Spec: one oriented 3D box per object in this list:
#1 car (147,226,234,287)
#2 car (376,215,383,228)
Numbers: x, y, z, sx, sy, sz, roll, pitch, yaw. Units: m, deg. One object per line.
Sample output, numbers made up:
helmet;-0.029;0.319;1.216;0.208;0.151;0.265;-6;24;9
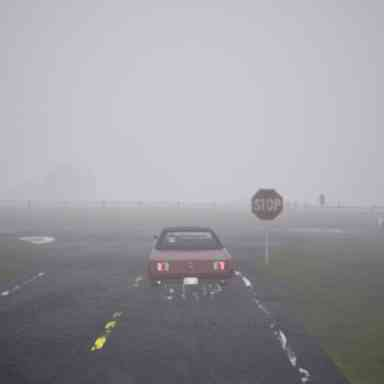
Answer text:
car;-0.139;1.603;9.289;1.895;1.301;4.718;0;0;-3
car;14.315;1.716;21.011;4.902;1.511;2.128;1;-1;0
